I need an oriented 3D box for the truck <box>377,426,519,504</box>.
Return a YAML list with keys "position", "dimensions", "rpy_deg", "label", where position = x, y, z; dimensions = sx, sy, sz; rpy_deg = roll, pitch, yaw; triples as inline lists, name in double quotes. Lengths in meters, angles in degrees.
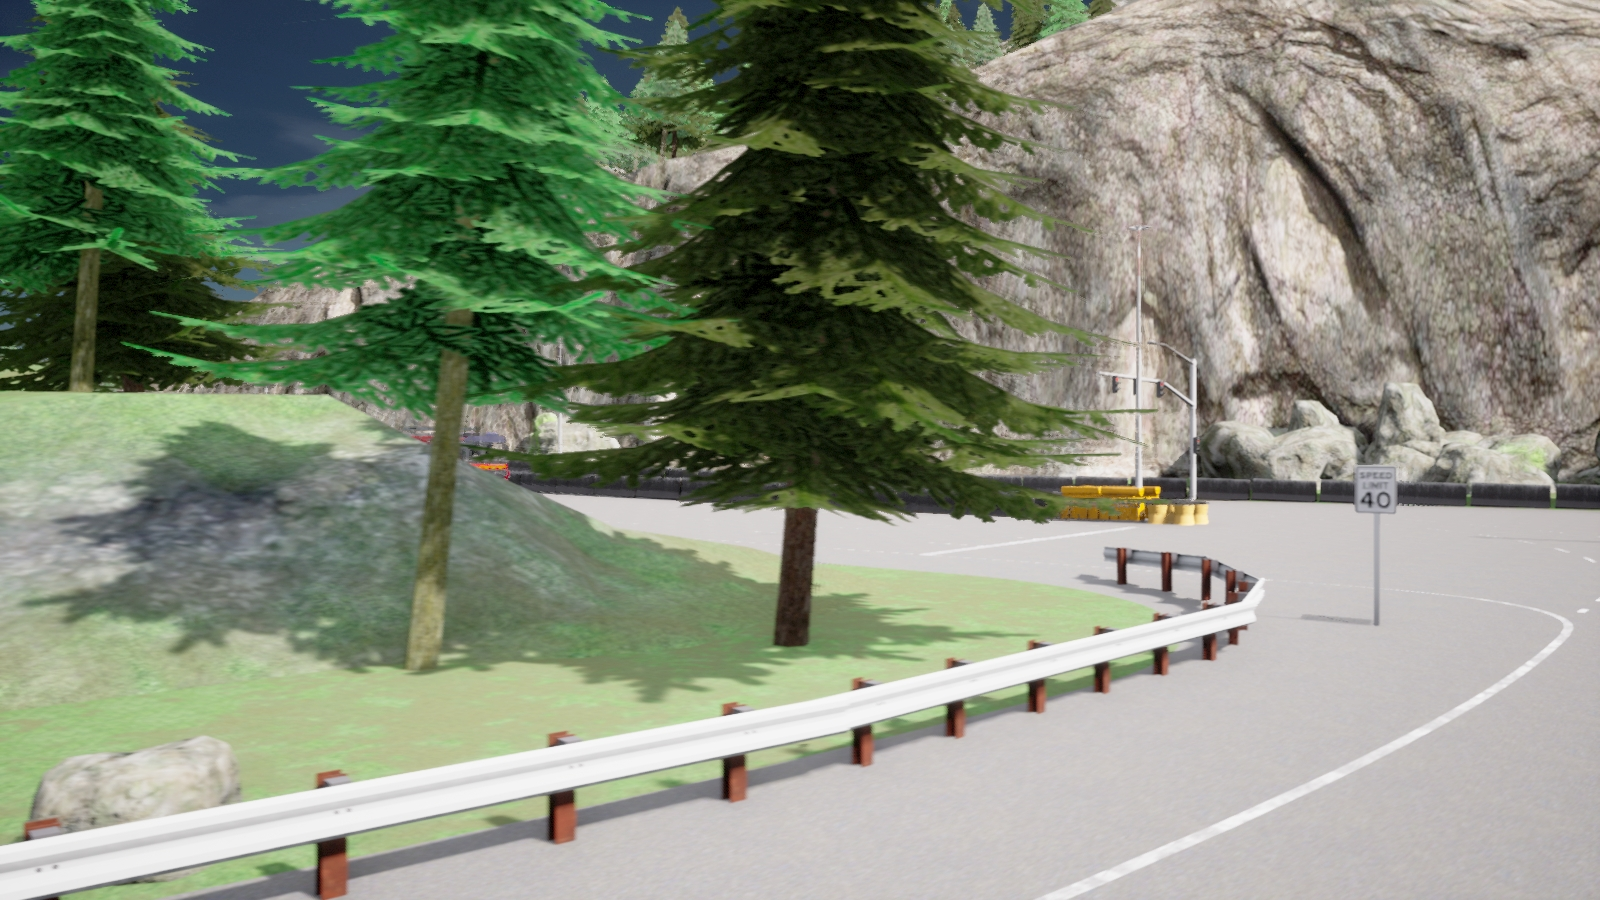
- position: [-18.568, 0.701, 59.923]
  dimensions: [8.468, 3.827, 2.891]
  rpy_deg: [1, 1, 39]
  label: "truck"
